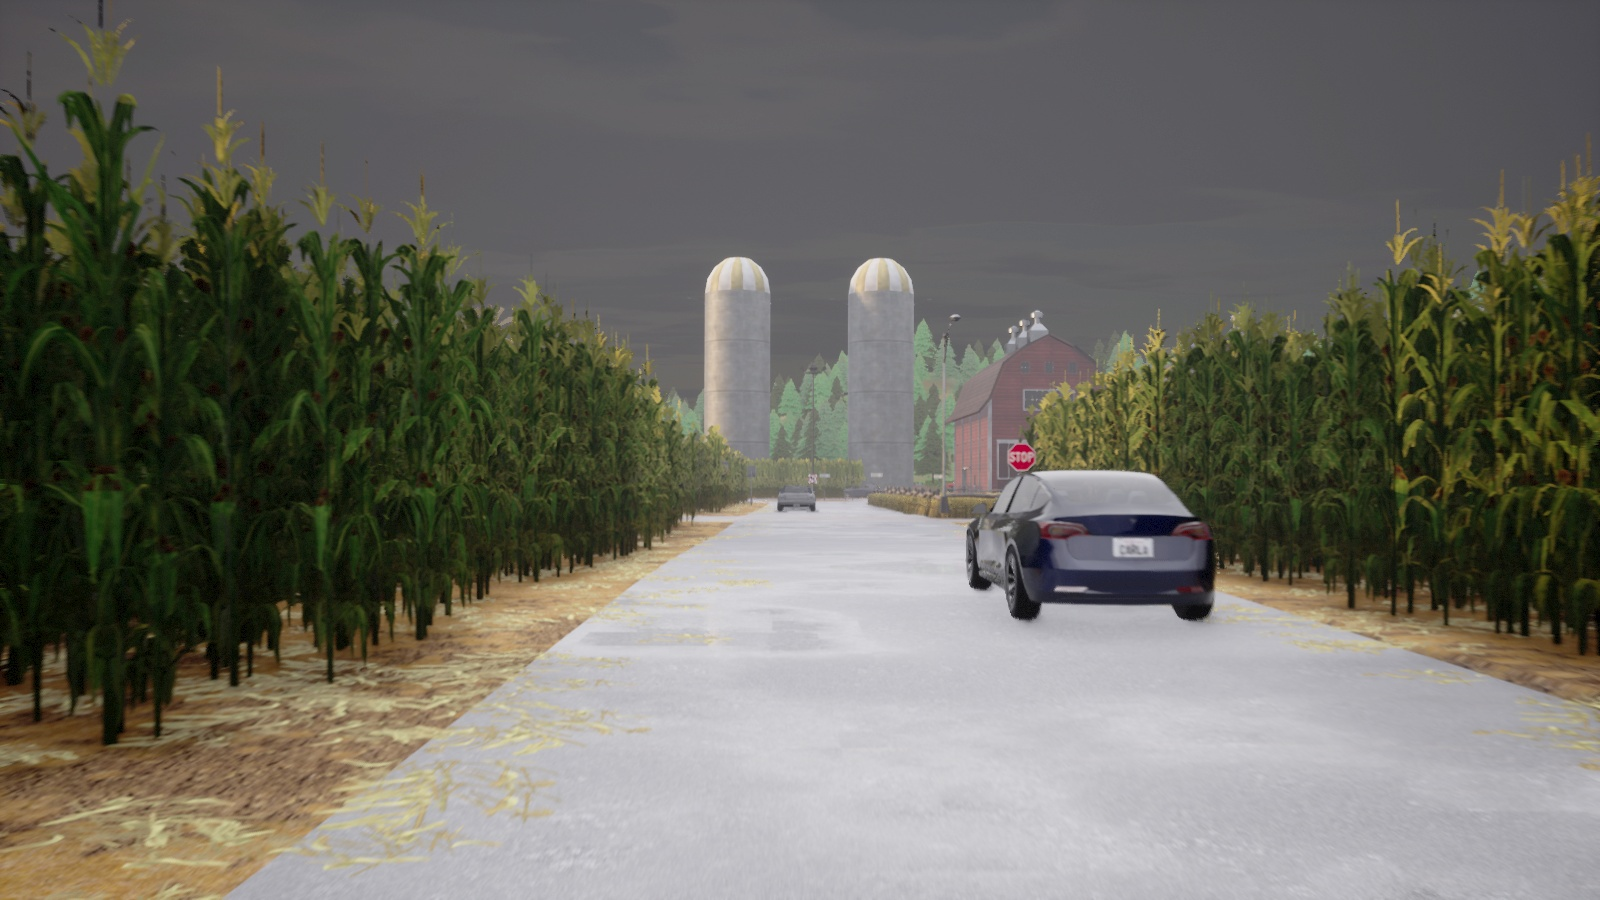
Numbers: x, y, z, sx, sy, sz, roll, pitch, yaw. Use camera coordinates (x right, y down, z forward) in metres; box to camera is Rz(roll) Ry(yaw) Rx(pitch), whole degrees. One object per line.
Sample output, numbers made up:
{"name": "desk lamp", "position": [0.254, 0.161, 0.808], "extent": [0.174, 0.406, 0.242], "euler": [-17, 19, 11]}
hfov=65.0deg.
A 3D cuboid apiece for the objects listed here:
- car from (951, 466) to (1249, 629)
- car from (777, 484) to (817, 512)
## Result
{"name": "car", "position": [3.065, 0.933, 14.032], "extent": [2.163, 1.488, 4.792], "euler": [0, 0, 0]}
{"name": "car", "position": [-0.151, 2.403, 63.069], "extent": [1.895, 1.301, 4.718], "euler": [0, -2, 0]}
